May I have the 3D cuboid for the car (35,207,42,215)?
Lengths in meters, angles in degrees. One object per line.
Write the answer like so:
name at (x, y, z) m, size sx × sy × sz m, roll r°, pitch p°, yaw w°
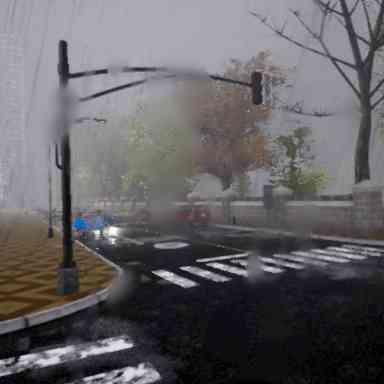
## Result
car at (-28.619, 3.738, 64.129) m, size 1.947 × 1.339 × 4.313 m, roll -1°, pitch -1°, yaw -28°

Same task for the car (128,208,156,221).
car at (-5.473, 2.581, 37.867) m, size 1.802 × 1.307 × 4.206 m, roll -1°, pitch -1°, yaw -28°

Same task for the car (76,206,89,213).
car at (-23.888, 3.750, 72.664) m, size 2.008 × 1.369 × 4.403 m, roll -1°, pitch -1°, yaw -28°

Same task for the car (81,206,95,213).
car at (-21.260, 3.572, 67.685) m, size 1.887 × 1.381 × 4.507 m, roll -1°, pitch -1°, yaw -28°

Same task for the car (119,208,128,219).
car at (-8.185, 2.700, 42.988) m, size 1.752 × 1.417 × 4.829 m, roll -1°, pitch -1°, yaw -28°

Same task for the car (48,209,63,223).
car at (-15.461, 2.865, 39.273) m, size 2.008 × 1.369 × 4.403 m, roll -1°, pitch -1°, yaw -28°

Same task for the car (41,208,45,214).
car at (-20.724, 3.223, 49.215) m, size 1.947 × 1.339 × 4.313 m, roll -1°, pitch -1°, yaw -28°

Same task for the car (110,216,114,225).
car at (-9.108, 2.609, 32.864) m, size 1.895 × 1.301 × 4.718 m, roll -1°, pitch -1°, yaw -28°

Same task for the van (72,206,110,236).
van at (-7.572, 2.144, 24.363) m, size 1.690 × 1.788 × 3.998 m, roll -1°, pitch -1°, yaw -28°

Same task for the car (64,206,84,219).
car at (-17.398, 2.955, 48.720) m, size 2.097 × 1.767 × 4.553 m, roll -1°, pitch -1°, yaw -28°

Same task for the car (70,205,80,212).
car at (-29.112, 4.089, 82.656) m, size 1.887 × 1.381 × 4.507 m, roll -1°, pitch -1°, yaw -27°

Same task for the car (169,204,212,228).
car at (-0.219, 1.973, 27.933) m, size 2.192 × 1.841 × 5.009 m, roll -1°, pitch -1°, yaw -28°

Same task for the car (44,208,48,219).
car at (-18.092, 3.051, 44.244) m, size 1.947 × 1.339 × 4.313 m, roll -1°, pitch -1°, yaw -28°
